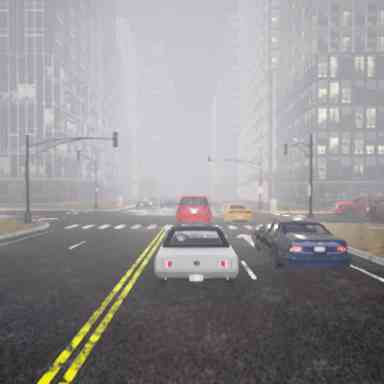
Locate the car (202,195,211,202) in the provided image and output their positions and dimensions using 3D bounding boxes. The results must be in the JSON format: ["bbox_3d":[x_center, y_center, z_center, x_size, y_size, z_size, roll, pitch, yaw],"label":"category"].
[{"bbox_3d":[3.261,1.476,77.409,1.882,1.535,5.008,0,0,0],"label":"car"}]

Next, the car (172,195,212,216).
[{"bbox_3d":[0.109,1.262,21.533,2.150,2.045,5.566,0,-1,0],"label":"car"}]

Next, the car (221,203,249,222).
[{"bbox_3d":[3.356,1.586,25.662,1.882,1.535,5.008,0,1,0],"label":"car"}]

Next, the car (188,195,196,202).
[{"bbox_3d":[0.010,1.523,77.549,1.812,1.442,4.674,0,0,0],"label":"car"}]

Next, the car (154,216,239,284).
[{"bbox_3d":[0.100,1.605,9.535,1.895,1.301,4.718,0,0,0],"label":"car"}]

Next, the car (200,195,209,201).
[{"bbox_3d":[3.262,1.531,87.768,2.033,1.411,5.357,0,0,0],"label":"car"}]

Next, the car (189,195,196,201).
[{"bbox_3d":[0.012,1.516,87.350,1.812,1.442,4.674,0,0,0],"label":"car"}]

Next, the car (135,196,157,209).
[{"bbox_3d":[-6.588,1.501,46.104,2.128,1.511,4.902,0,0,0],"label":"car"}]

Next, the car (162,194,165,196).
[{"bbox_3d":[-6.491,1.568,65.678,1.994,1.385,4.181,0,0,0],"label":"car"}]

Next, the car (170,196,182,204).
[{"bbox_3d":[-3.241,1.495,66.889,2.128,1.511,4.902,0,0,0],"label":"car"}]

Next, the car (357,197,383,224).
[{"bbox_3d":[16.205,1.544,26.141,5.009,1.841,2.192,1,0,1],"label":"car"}]

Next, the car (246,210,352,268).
[{"bbox_3d":[3.354,1.552,11.234,2.033,1.411,5.357,0,0,0],"label":"car"}]

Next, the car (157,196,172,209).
[{"bbox_3d":[-3.333,1.574,46.541,1.994,1.385,4.181,0,0,0],"label":"car"}]

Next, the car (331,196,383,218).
[{"bbox_3d":[16.404,1.363,31.926,5.566,2.045,2.150,1,1,1],"label":"car"}]

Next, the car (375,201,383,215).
[{"bbox_3d":[21.815,1.675,34.427,4.829,1.417,1.752,1,0,1],"label":"car"}]

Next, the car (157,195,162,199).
[{"bbox_3d":[-6.546,1.485,55.778,1.882,1.535,5.008,0,0,-1],"label":"car"}]

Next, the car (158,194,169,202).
[{"bbox_3d":[-6.490,1.355,75.978,2.097,1.767,4.553,0,0,0],"label":"car"}]
